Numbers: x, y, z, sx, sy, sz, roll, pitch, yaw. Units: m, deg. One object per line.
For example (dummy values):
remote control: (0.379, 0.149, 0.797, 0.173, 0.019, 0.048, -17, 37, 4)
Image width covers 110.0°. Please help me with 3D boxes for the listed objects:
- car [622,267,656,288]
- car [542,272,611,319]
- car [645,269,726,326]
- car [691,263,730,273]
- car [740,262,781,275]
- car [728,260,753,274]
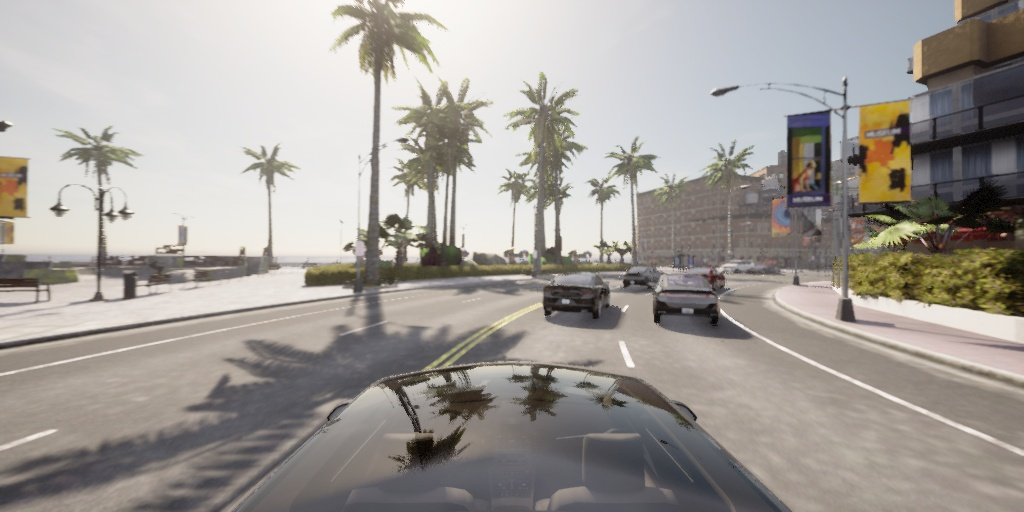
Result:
car: (9.501, 1.516, 25.625, 1.837, 1.490, 4.892, 0, 0, 39)
car: (2.600, 1.345, 13.703, 1.882, 1.535, 5.008, 0, -1, 21)
car: (5.840, 1.368, 12.433, 2.128, 1.511, 4.902, 0, 0, 21)
car: (13.172, 1.501, 24.561, 1.882, 1.535, 5.008, 0, 0, 40)
car: (34.545, 1.912, 49.322, 5.357, 1.411, 2.033, 1, -1, -24)
car: (33.009, 1.601, 52.436, 5.566, 2.045, 2.150, 0, -1, -24)
